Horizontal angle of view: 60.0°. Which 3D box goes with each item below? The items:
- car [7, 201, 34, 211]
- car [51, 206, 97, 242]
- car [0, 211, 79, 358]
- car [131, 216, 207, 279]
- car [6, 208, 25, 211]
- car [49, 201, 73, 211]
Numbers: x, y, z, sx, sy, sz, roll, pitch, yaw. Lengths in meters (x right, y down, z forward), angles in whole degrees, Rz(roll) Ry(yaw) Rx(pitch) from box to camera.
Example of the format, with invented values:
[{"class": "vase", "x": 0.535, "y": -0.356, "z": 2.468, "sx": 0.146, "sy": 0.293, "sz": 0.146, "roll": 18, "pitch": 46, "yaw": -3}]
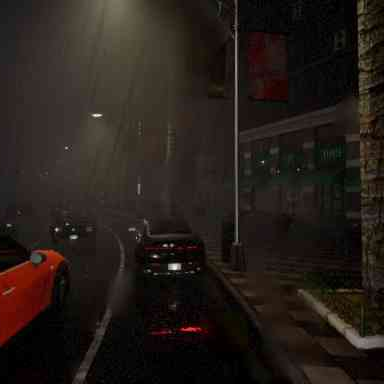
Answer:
[{"class": "car", "x": -14.568, "y": 1.465, "z": 28.243, "sx": 1.882, "sy": 1.535, "sz": 5.008, "roll": 0, "pitch": 0, "yaw": -25}, {"class": "car", "x": -5.569, "y": 1.596, "z": 16.031, "sx": 1.895, "sy": 1.301, "sz": 4.718, "roll": 0, "pitch": 0, "yaw": -17}, {"class": "car", "x": -3.395, "y": 1.352, "z": 4.806, "sx": 2.097, "sy": 1.767, "sz": 4.553, "roll": 0, "pitch": 0, "yaw": -3}, {"class": "car", "x": -0.838, "y": 1.502, "z": 10.176, "sx": 1.837, "sy": 1.490, "sz": 4.892, "roll": 0, "pitch": 0, "yaw": -10}, {"class": "car", "x": -7.922, "y": 1.541, "z": 12.004, "sx": 2.033, "sy": 1.411, "sz": 5.357, "roll": 0, "pitch": 0, "yaw": -14}, {"class": "car", "x": -11.938, "y": 1.515, "z": 30.599, "sx": 1.812, "sy": 1.442, "sz": 4.674, "roll": 0, "pitch": 0, "yaw": -25}]
